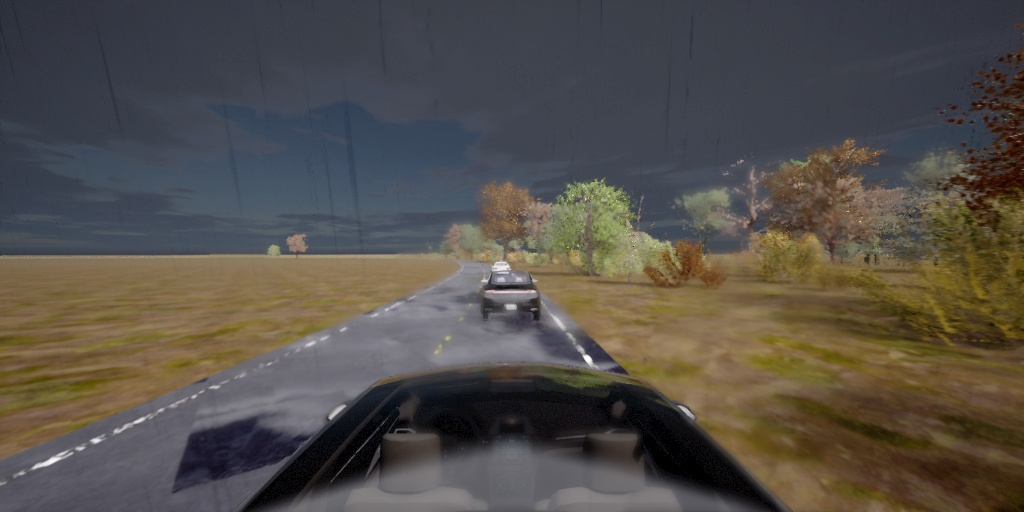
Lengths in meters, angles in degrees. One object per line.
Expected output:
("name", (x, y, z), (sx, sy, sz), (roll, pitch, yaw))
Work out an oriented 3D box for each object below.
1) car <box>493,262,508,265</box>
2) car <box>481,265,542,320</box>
("car", (-1.073, 1.268, 34.509), (1.812, 1.442, 4.674), (0, 0, -4))
("car", (-0.064, 1.238, 12.572), (2.128, 1.511, 4.902), (0, 0, -1))
